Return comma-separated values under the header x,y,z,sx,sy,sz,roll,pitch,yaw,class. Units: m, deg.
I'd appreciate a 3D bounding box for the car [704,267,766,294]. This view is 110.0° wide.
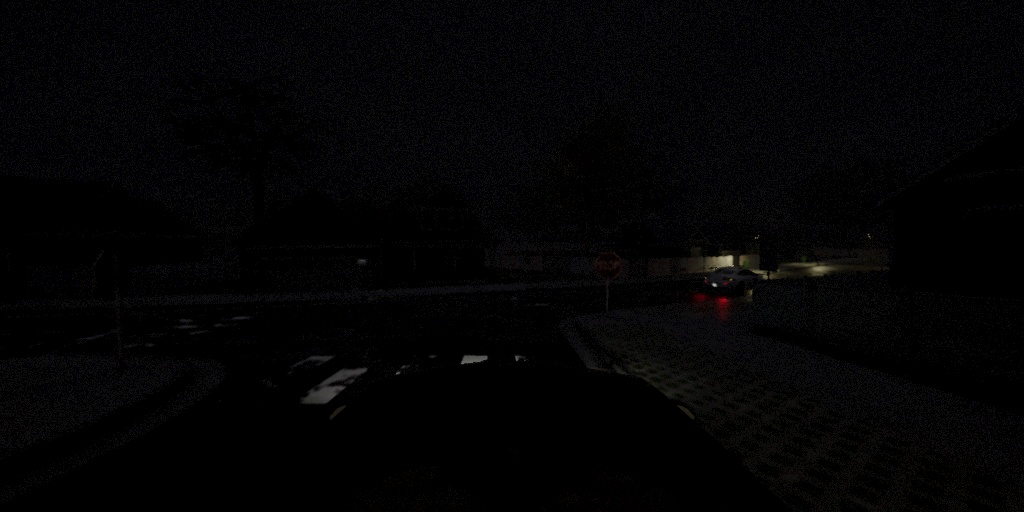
x,y,z,sx,sy,sz,roll,pitch,yaw,class
13.517,1.397,21.646,4.674,1.442,1.812,-1,3,-31,car
